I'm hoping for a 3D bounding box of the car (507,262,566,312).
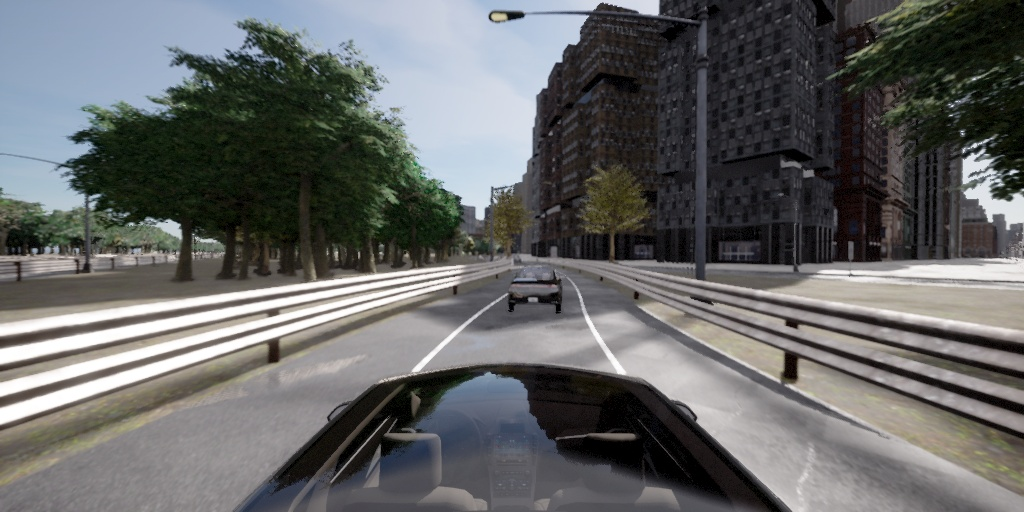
[{"bbox_3d":[0.989,1.149,13.708,2.128,1.511,4.902,0,0,8],"label":"car"}]
